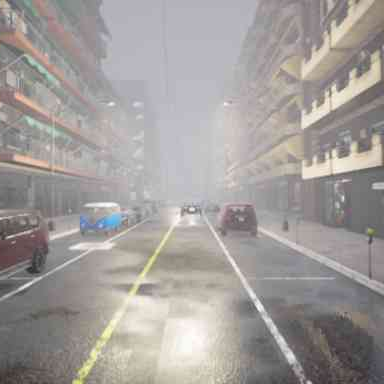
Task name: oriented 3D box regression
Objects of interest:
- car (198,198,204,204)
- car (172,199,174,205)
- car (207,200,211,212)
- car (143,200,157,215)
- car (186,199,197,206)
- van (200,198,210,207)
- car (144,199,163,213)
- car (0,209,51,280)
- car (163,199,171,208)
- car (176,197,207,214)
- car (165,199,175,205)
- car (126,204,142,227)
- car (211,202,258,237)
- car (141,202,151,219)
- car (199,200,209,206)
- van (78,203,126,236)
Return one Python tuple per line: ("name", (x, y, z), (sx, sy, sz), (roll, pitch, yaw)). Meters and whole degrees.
("car", (2.478, 2.540, 93.524), (1.752, 1.417, 4.829), (1, -1, 0))
("car", (-5.378, 2.203, 70.636), (1.967, 1.590, 4.097), (1, -1, 0))
("car", (2.530, 2.020, 42.320), (1.947, 1.339, 4.313), (1, -1, 0))
("car", (-5.344, 1.944, 36.611), (2.008, 1.369, 4.403), (1, -1, 0))
("car", (-0.062, 1.851, 59.553), (1.895, 1.301, 4.718), (0, -1, 0))
("van", (2.510, 2.042, 65.004), (1.690, 1.788, 3.998), (1, -1, 0))
("car", (-5.347, 1.770, 42.285), (2.192, 1.841, 5.009), (1, -1, 0))
("car", (-5.311, 1.405, 8.261), (2.192, 1.841, 5.009), (1, -1, 0))
("car", (-5.366, 2.079, 59.295), (1.967, 1.590, 4.097), (1, -1, 0))
("car", (-0.030, 1.436, 29.430), (2.163, 1.488, 4.792), (0, -1, 0))
("car", (-5.391, 2.438, 81.975), (2.008, 1.369, 4.403), (1, -1, 0))
("car", (-5.332, 1.822, 25.270), (2.008, 1.369, 4.403), (1, -1, 0))
("car", (2.557, 1.526, 19.640), (2.192, 1.841, 5.009), (1, -1, 0))
("car", (-5.338, 1.898, 30.941), (1.947, 1.339, 4.313), (1, -1, 0))
("car", (2.501, 2.329, 70.672), (1.947, 1.339, 4.313), (1, -1, 0))
("van", (-5.324, 1.552, 19.602), (1.690, 1.788, 3.998), (1, -1, 0))
